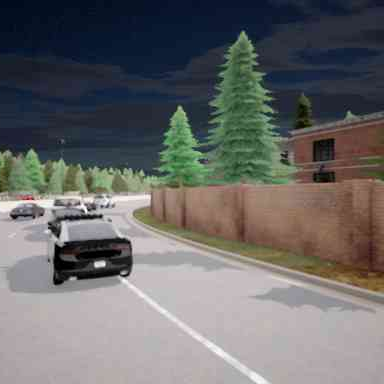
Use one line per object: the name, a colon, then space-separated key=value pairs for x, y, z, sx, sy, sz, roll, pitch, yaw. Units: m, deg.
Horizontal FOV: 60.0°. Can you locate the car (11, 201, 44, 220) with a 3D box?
car: x=-14.834 y=1.705 z=30.362 sx=2.033 sy=1.411 sz=5.357 roll=0 pitch=0 yaw=-12

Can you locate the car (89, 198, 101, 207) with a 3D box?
car: x=-13.053 y=1.747 z=41.024 sx=1.994 sy=1.385 sz=4.181 roll=0 pitch=0 yaw=-4

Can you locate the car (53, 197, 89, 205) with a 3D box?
car: x=-8.382 y=1.330 z=22.801 sx=2.150 sy=2.045 sz=5.566 roll=0 pitch=0 yaw=-17

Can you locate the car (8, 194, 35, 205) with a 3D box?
car: x=-33.529 y=1.471 z=65.576 sx=2.150 sy=2.045 sz=5.566 roll=0 pitch=0 yaw=4

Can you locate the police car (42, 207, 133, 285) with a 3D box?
police car: x=-3.268 y=1.470 z=9.984 sx=1.930 sy=1.638 sz=5.238 roll=0 pitch=0 yaw=-26

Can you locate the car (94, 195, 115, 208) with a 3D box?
car: x=-13.508 y=1.437 z=51.083 sx=2.150 sy=2.045 sz=5.566 roll=0 pitch=0 yaw=3

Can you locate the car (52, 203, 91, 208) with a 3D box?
car: x=-6.680 y=1.589 z=17.845 sx=1.837 sy=1.490 sz=4.892 roll=0 pitch=0 yaw=-21
